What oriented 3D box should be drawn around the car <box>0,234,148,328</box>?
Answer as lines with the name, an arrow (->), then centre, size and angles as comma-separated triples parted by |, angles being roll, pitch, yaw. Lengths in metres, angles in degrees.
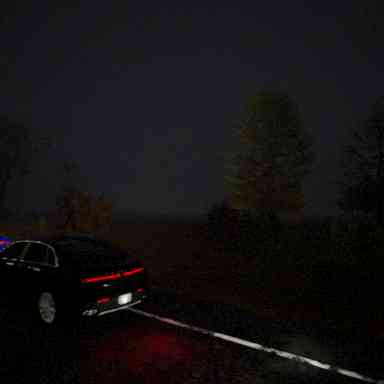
car -> -3.148, 1.705, 7.462 | 4.892, 1.490, 1.837 | -1, -2, 37
